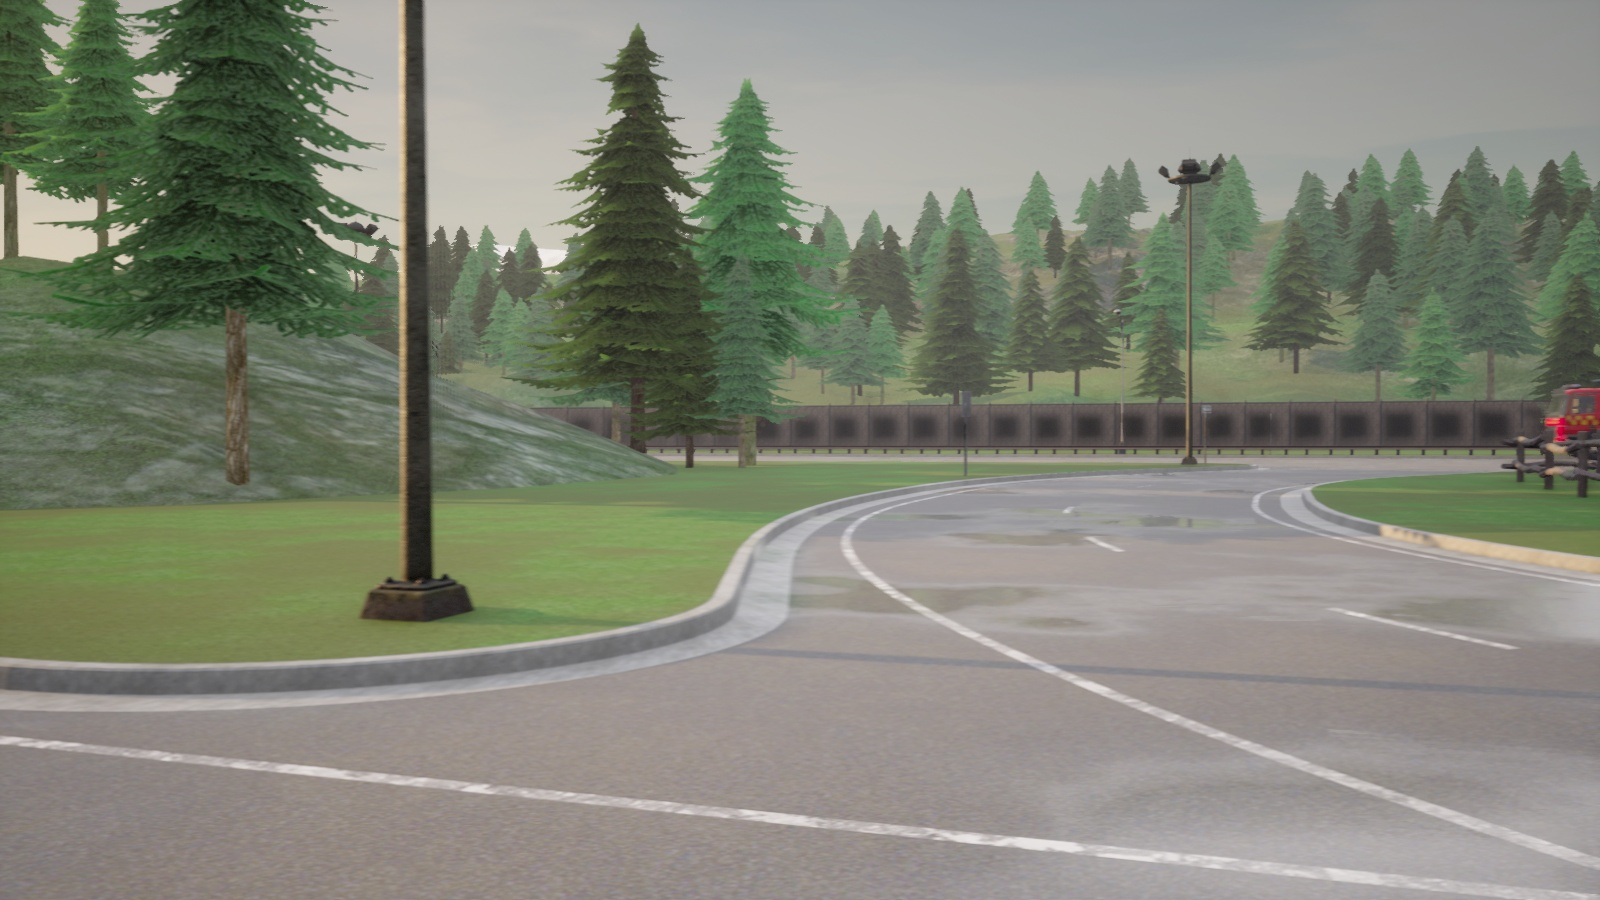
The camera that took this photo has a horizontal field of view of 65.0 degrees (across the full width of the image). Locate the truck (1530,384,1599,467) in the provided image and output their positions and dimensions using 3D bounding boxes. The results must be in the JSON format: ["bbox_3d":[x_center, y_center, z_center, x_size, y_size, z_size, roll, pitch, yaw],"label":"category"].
[{"bbox_3d":[38.904,-1.121,58.036,8.468,3.827,2.891,1,1,18],"label":"truck"}]
